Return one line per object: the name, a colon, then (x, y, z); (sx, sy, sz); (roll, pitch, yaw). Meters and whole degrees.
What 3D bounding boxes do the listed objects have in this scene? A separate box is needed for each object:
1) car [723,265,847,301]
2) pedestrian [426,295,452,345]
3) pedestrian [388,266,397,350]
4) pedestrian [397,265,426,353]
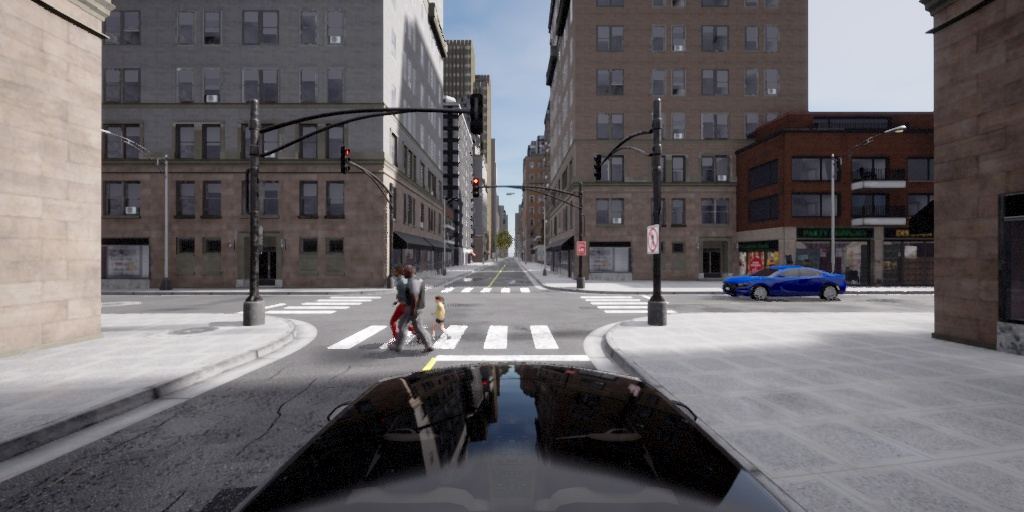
car: (12.501, 1.213, 16.648); (5.008, 1.535, 1.882); (-1, 0, 0)
pedestrian: (-1.680, 1.424, 8.473); (0.500, 1.100, 0.500); (0, 0, 0)
pedestrian: (-2.433, 1.044, 7.891); (0.375, 1.860, 0.375); (0, 0, 0)
pedestrian: (-2.029, 1.044, 7.235); (0.375, 1.860, 0.375); (0, 0, 0)
